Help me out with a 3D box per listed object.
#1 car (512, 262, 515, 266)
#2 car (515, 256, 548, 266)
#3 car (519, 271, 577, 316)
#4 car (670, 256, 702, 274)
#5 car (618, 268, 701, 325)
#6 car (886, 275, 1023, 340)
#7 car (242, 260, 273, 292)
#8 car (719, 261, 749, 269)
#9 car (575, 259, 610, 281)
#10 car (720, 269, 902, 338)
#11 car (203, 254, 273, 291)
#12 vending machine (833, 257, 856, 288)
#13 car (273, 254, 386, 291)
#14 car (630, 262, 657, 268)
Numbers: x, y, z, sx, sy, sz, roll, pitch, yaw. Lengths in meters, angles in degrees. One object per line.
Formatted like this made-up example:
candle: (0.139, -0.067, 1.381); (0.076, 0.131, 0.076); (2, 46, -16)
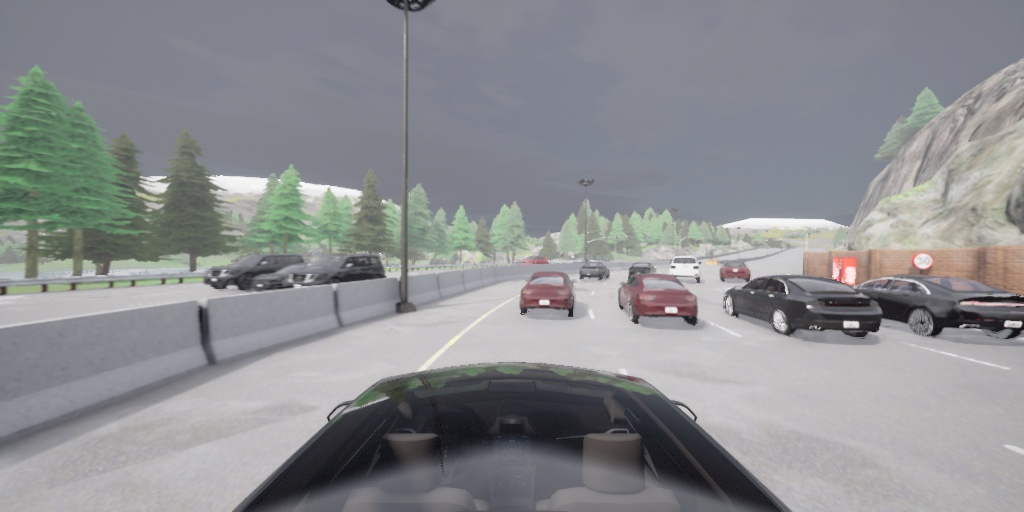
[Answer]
car: (1.993, 1.270, 60.871); (1.812, 1.442, 4.674); (0, 0, 41)
car: (3.547, 0.971, 57.299); (2.150, 2.045, 5.566); (0, 0, 40)
car: (1.427, 1.280, 13.441); (1.812, 1.442, 4.674); (0, 0, 10)
car: (14.442, 1.039, 29.841); (2.150, 2.045, 5.566); (0, 0, 28)
car: (4.690, 1.297, 11.969); (1.812, 1.442, 4.674); (0, 0, 10)
car: (11.494, 1.299, 10.341); (2.128, 1.511, 4.902); (0, 0, 9)
car: (-11.662, 1.162, 19.840); (1.882, 1.535, 5.008); (0, 0, 14)
car: (18.783, 1.193, 30.288); (2.097, 1.767, 4.553); (0, 0, 30)
car: (7.154, 1.271, 30.748); (2.128, 1.511, 4.902); (0, 0, 26)
car: (7.981, 1.294, 10.457); (1.837, 1.490, 4.892); (0, 0, 8)
car: (-14.904, 0.889, 21.394); (2.150, 2.045, 5.566); (0, 0, 14)
vending machine: (19.377, 1.042, 20.833); (1.100, 2.100, 0.880); (0, 0, 22)
car: (-8.546, 0.922, 17.909); (2.150, 2.045, 5.566); (0, 0, 12)
car: (11.762, 1.281, 32.098); (1.882, 1.535, 5.008); (0, 0, 28)
